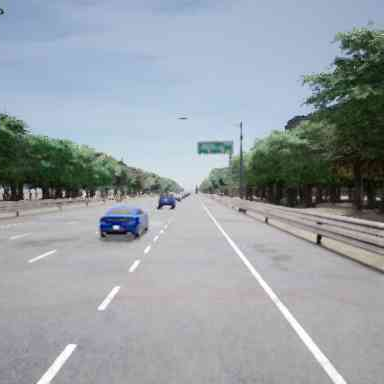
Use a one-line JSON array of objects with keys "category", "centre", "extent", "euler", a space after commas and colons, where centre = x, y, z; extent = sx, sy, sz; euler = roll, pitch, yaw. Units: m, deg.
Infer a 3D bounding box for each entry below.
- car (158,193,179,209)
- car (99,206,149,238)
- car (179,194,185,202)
[{"category": "car", "centre": [-3.393, 1.214, 45.718], "extent": [2.150, 2.045, 5.566], "euler": [0, 0, 0]}, {"category": "car", "centre": [-3.485, 1.481, 17.769], "extent": [1.882, 1.535, 5.008], "euler": [0, 0, 0]}, {"category": "car", "centre": [-3.237, 1.558, 76.881], "extent": [1.895, 1.301, 4.718], "euler": [0, 0, 0]}]
